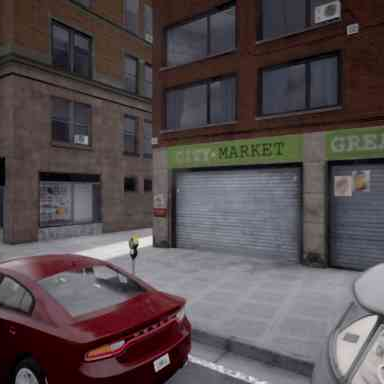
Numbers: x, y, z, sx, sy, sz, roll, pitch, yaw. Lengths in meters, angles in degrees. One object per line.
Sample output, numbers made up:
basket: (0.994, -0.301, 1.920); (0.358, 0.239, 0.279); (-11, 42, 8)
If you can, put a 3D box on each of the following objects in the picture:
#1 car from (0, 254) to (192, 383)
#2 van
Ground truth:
car: (-2.112, 1.546, 4.581); (4.507, 1.381, 1.887); (0, 0, 35)
van: (2.497, 1.341, 1.295); (3.998, 1.788, 1.690); (0, 0, 35)
